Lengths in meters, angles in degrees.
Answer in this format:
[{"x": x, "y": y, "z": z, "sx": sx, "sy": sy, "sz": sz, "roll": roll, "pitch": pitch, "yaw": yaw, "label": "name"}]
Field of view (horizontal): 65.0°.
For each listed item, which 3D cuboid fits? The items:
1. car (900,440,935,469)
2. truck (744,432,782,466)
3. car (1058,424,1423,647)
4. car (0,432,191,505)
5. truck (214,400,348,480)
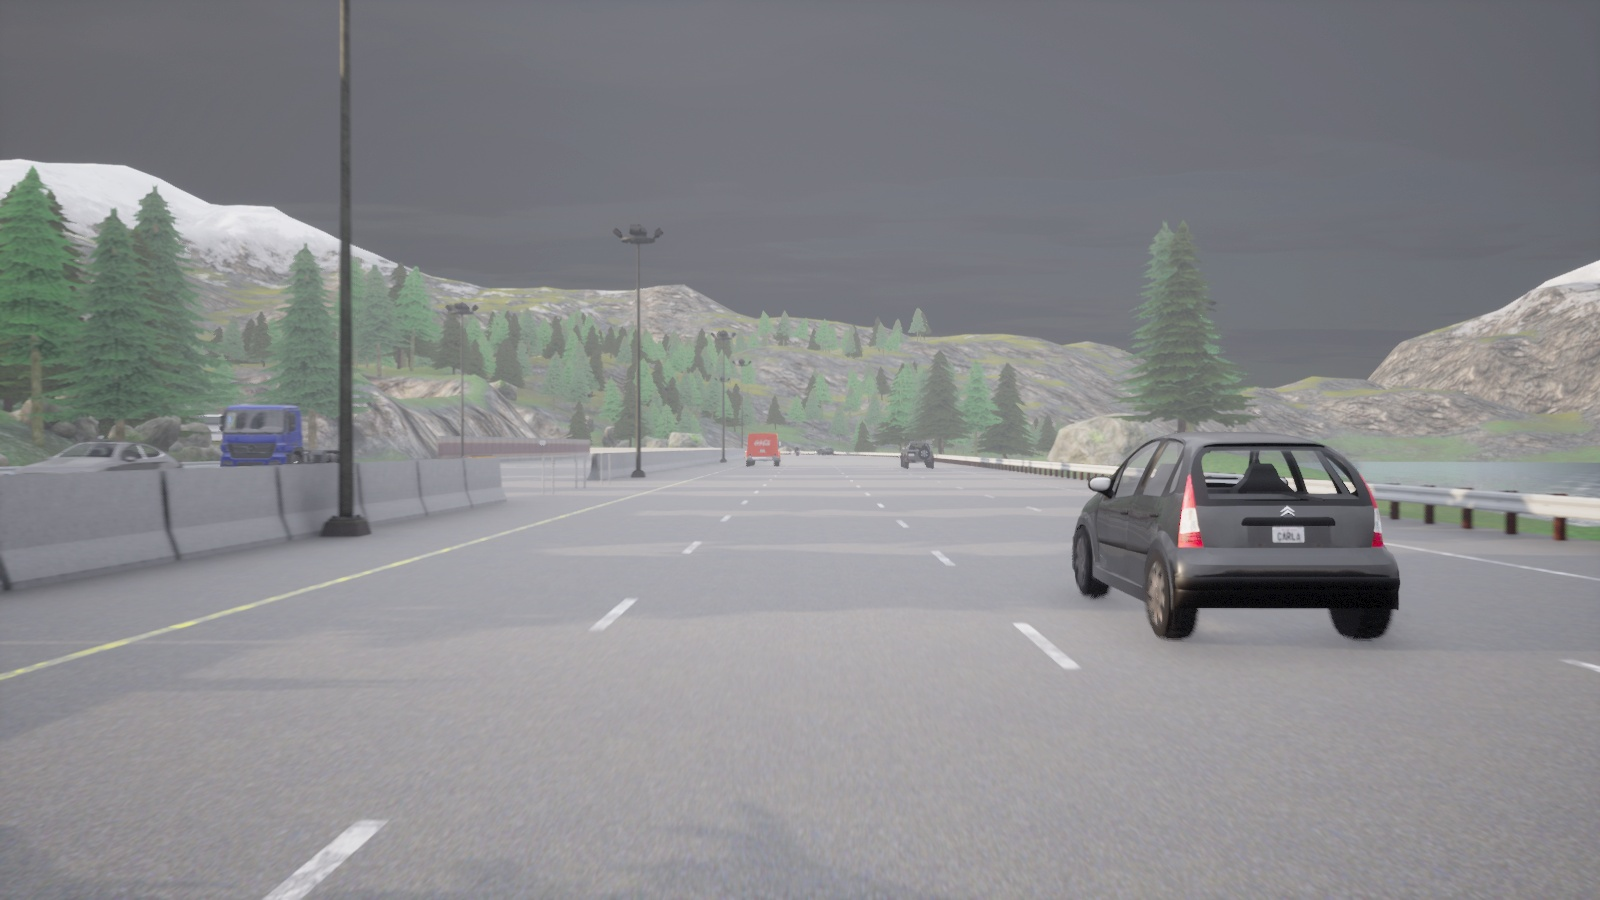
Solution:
[{"x": 7.691, "y": 0.293, "z": 82.744, "sx": 1.932, "sy": 1.855, "sz": 4.605, "roll": 0, "pitch": 0, "yaw": 0, "label": "car"}, {"x": -2.716, "y": -0.057, "z": 94.080, "sx": 2.627, "sy": 2.467, "sz": 5.204, "roll": 0, "pitch": 0, "yaw": 0, "label": "truck"}, {"x": 3.598, "y": 0.611, "z": 11.094, "sx": 1.851, "sy": 1.617, "sz": 3.988, "roll": 0, "pitch": 0, "yaw": 0, "label": "car"}, {"x": -17.239, "y": 0.408, "z": 30.761, "sx": 2.152, "sy": 1.651, "sz": 5.027, "roll": 0, "pitch": 0, "yaw": 0, "label": "car"}, {"x": -24.010, "y": -0.452, "z": 58.600, "sx": 2.891, "sy": 3.462, "sz": 7.936, "roll": 0, "pitch": 0, "yaw": 0, "label": "truck"}]
